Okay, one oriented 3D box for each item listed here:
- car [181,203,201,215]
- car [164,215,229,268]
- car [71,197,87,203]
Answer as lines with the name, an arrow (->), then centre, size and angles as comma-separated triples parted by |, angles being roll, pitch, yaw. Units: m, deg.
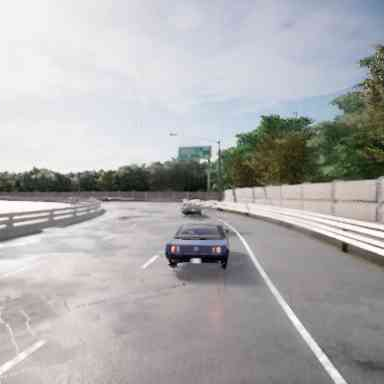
car -> -0.141, 1.931, 38.128 | 1.994, 1.385, 4.181 | 0, -1, -8
car -> 0.358, 1.717, 11.803 | 1.895, 1.301, 4.718 | 0, -1, 6
car -> -31.235, 2.036, 90.359 | 2.097, 1.767, 4.553 | 1, -1, -42
